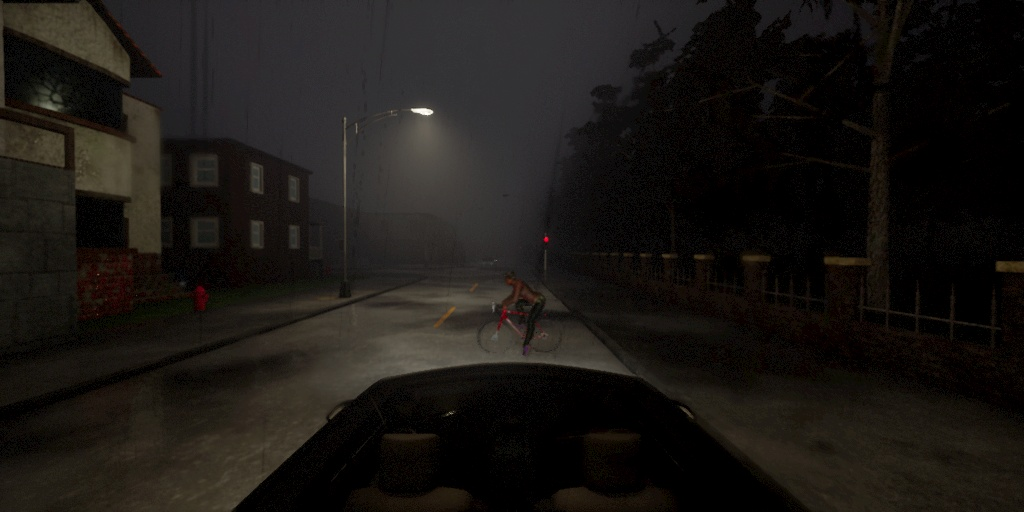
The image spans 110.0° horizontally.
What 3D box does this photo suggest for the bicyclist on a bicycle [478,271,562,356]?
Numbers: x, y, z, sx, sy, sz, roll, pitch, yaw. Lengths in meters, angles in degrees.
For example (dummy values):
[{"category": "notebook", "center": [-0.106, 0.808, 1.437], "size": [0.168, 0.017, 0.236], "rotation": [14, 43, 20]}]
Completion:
[{"category": "bicyclist on a bicycle", "center": [0.142, 1.118, 6.997], "size": [1.656, 1.620, 0.582], "rotation": [-2, 1, -1]}]
